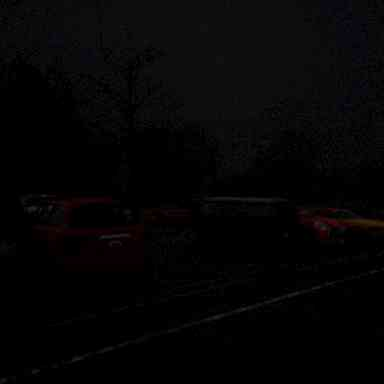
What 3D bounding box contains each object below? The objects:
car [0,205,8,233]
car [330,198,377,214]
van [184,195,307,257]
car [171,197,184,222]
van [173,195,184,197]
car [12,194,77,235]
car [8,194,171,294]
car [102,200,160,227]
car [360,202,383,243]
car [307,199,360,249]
[{"bbox_3d":[-11.235,1.430,18.261,2.231,1.521,4.892,-1,0,-36],"label":"car"},{"bbox_3d":[19.538,1.666,40.433,2.185,1.767,4.553,1,-1,-35],"label":"car"},{"bbox_3d":[1.825,1.176,12.709,1.878,1.987,4.442,0,0,-36],"label":"van"},{"bbox_3d":[-2.286,1.402,24.948,1.946,1.575,5.366,0,0,-36],"label":"car"},{"bbox_3d":[0.160,1.192,26.335,1.878,1.987,4.442,0,0,-36],"label":"van"},{"bbox_3d":[-8.964,1.158,19.883,2.435,2.045,5.566,-1,0,-36],"label":"car"},{"bbox_3d":[-3.147,1.168,9.016,2.435,2.045,5.566,0,0,-36],"label":"car"},{"bbox_3d":[-4.447,1.397,23.395,1.946,1.575,5.366,0,0,-36],"label":"car"},{"bbox_3d":[6.835,1.413,15.941,1.946,1.575,5.366,0,0,-36],"label":"car"},{"bbox_3d":[4.341,1.278,14.413,2.185,1.767,4.553,0,0,-36],"label":"car"}]
